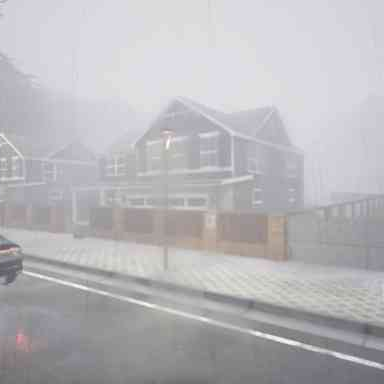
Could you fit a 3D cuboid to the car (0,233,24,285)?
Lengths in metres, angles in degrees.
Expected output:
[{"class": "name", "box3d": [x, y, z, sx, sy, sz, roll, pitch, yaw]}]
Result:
[{"class": "car", "box3d": [-6.115, 1.499, 8.279, 4.902, 1.511, 2.128, 0, 0, 36]}]
